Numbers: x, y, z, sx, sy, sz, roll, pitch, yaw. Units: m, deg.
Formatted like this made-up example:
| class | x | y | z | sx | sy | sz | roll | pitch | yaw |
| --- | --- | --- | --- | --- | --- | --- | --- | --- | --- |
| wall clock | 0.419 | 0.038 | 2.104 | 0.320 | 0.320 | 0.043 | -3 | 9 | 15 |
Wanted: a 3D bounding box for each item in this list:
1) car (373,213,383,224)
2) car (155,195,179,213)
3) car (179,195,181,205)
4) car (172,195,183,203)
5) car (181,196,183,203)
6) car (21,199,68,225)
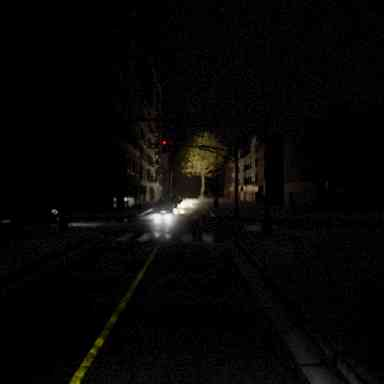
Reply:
| class | x | y | z | sx | sy | sz | roll | pitch | yaw |
| --- | --- | --- | --- | --- | --- | --- | --- | --- | --- |
| car | 13.884 | 1.531 | 20.537 | 4.829 | 1.417 | 1.752 | 0 | -1 | 0 |
| car | -2.855 | 1.363 | 35.419 | 2.128 | 1.511 | 4.902 | 0 | 0 | 0 |
| car | -2.860 | 1.436 | 44.629 | 1.895 | 1.301 | 4.718 | 0 | 0 | 0 |
| car | -2.768 | 1.270 | 64.154 | 1.837 | 1.490 | 4.892 | 0 | 0 | 0 |
| car | -2.831 | 1.364 | 53.815 | 1.994 | 1.385 | 4.181 | 0 | 0 | 0 |
| car | -10.480 | 1.223 | 21.469 | 4.553 | 1.767 | 2.097 | 0 | 0 | -3 |
